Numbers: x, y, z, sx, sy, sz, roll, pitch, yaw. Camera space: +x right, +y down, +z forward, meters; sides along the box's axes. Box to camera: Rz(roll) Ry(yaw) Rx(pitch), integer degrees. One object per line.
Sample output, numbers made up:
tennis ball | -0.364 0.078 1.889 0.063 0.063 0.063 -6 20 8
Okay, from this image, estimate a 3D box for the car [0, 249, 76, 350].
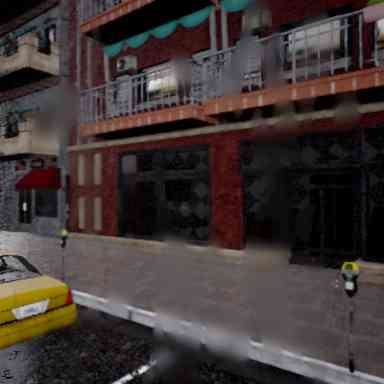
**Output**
car | -3.999 1.516 5.737 4.829 1.417 1.752 0 0 36
